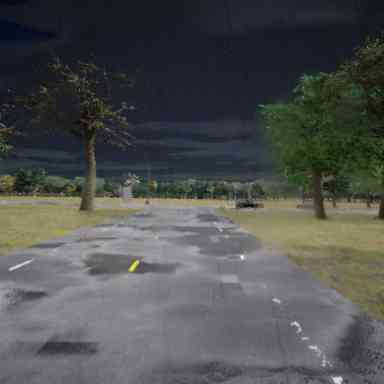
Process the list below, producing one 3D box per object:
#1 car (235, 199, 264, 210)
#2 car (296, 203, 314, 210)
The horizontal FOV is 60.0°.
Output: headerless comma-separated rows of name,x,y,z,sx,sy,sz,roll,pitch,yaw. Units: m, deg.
car,11.233,2.445,64.591,5.566,2.045,2.150,2,0,0
car,24.627,3.118,71.538,4.181,1.385,1.994,2,0,0
